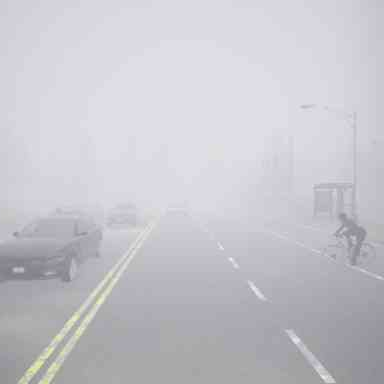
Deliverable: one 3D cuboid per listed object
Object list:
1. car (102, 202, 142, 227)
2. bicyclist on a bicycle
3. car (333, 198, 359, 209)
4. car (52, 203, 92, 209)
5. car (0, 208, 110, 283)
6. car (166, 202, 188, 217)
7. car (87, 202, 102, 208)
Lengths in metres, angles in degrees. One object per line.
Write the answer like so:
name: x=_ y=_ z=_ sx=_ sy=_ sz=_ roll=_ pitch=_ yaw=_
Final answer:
car: x=-4.555 y=1.506 z=22.885 sx=1.837 sy=1.490 sz=4.892 roll=0 pitch=0 yaw=-2
bicyclist on a bicycle: x=4.768 y=1.451 z=10.119 sx=1.656 sy=1.620 sz=0.582 roll=-2 pitch=0 yaw=-3
car: x=17.642 y=1.436 z=40.280 sx=4.902 sy=1.511 sz=2.128 roll=0 pitch=0 yaw=-2
car: x=-7.992 y=1.601 z=20.779 sx=1.895 sy=1.301 sz=4.718 roll=0 pitch=0 yaw=-2
car: x=-4.001 y=1.478 z=9.956 sx=1.882 sy=1.535 sz=5.008 roll=0 pitch=0 yaw=-3
car: x=-1.445 y=1.601 z=30.772 sx=1.895 sy=1.301 sz=4.718 roll=0 pitch=0 yaw=-6
car: x=-8.196 y=1.568 z=26.522 sx=1.812 sy=1.442 sz=4.674 roll=0 pitch=0 yaw=-3
